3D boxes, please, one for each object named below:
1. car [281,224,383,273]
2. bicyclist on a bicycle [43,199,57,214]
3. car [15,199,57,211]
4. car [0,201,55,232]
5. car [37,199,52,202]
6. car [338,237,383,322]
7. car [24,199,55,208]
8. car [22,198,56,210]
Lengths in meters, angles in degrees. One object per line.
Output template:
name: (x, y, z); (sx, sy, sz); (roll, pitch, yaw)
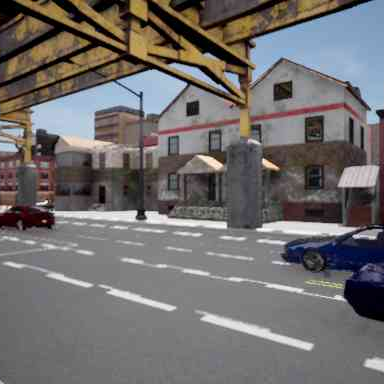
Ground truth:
car: (5.292, 1.606, 9.105); (5.357, 1.411, 2.033); (0, 0, 37)
bicyclist on a bicycle: (-14.340, 1.504, 33.341); (0.582, 1.620, 1.656); (0, 0, 37)
car: (-20.719, 1.719, 44.339); (4.974, 1.542, 2.038); (0, 0, -23)
car: (-10.806, 1.607, 21.452); (5.008, 1.535, 1.882); (0, 0, 37)
car: (-20.671, 1.562, 44.361); (4.536, 1.218, 1.853); (0, 0, -23)
car: (4.884, 1.632, 4.753); (4.718, 1.301, 1.895); (0, 0, 37)
car: (-21.885, 1.583, 47.934); (1.853, 1.218, 4.536); (0, 0, 7)
car: (-21.891, 1.740, 47.882); (2.038, 1.542, 4.974); (0, 0, 7)
